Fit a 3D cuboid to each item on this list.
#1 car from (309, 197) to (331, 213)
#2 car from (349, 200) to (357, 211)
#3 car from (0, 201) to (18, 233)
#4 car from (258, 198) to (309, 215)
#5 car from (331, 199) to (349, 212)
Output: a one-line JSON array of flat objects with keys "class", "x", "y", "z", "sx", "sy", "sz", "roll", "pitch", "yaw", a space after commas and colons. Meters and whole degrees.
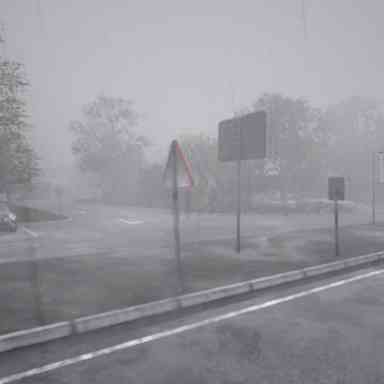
[{"class": "car", "x": 11.310, "y": 1.382, "z": 34.599, "sx": 2.231, "sy": 1.521, "sz": 4.892, "roll": 0, "pitch": 0, "yaw": -35}, {"class": "car", "x": 16.539, "y": 1.407, "z": 38.327, "sx": 2.002, "sy": 1.452, "sz": 4.674, "roll": 0, "pitch": 0, "yaw": -35}, {"class": "car", "x": -11.203, "y": 1.314, "z": 18.610, "sx": 2.185, "sy": 1.767, "sz": 4.553, "roll": 0, "pitch": 0, "yaw": -36}, {"class": "car", "x": 8.640, "y": 1.428, "z": 32.701, "sx": 2.002, "sy": 1.452, "sz": 4.674, "roll": 0, "pitch": 0, "yaw": -35}, {"class": "car", "x": 13.969, "y": 1.374, "z": 36.507, "sx": 2.097, "sy": 1.535, "sz": 5.008, "roll": 0, "pitch": 0, "yaw": -35}]
